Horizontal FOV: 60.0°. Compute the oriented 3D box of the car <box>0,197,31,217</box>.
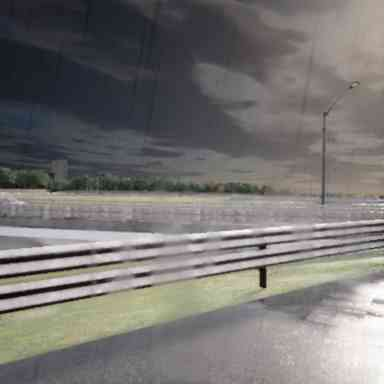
[{"bbox_3d":[-15.469,1.255,26.337,4.902,1.511,2.128,1,0,16],"label":"car"}]

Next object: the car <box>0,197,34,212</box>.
[{"bbox_3d":[-19.242,1.294,35.304,4.674,1.442,1.812,1,0,22],"label":"car"}]
